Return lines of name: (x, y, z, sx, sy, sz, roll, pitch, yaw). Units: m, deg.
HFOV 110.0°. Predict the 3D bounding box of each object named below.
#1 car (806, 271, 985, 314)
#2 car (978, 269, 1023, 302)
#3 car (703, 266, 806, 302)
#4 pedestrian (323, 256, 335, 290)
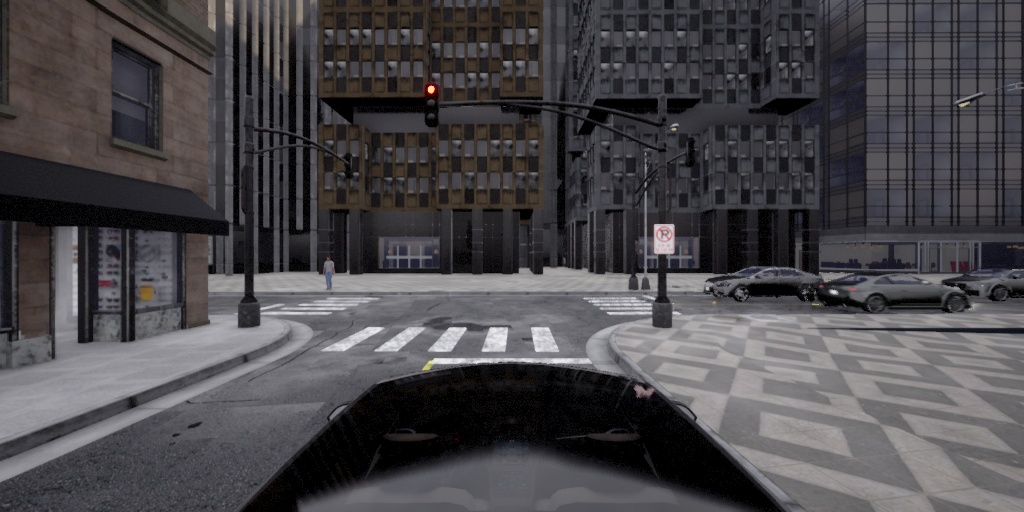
car: (13.787, 1.290, 13.117, 4.181, 1.385, 1.994, 0, 0, 1)
car: (22.047, 1.278, 16.244, 4.181, 1.385, 1.994, 0, 0, 0)
car: (11.345, 1.220, 16.304, 4.902, 1.511, 2.128, 0, 0, 0)
pedestrian: (-9.929, 0.899, 19.486, 0.375, 1.860, 0.375, 0, 0, 0)
